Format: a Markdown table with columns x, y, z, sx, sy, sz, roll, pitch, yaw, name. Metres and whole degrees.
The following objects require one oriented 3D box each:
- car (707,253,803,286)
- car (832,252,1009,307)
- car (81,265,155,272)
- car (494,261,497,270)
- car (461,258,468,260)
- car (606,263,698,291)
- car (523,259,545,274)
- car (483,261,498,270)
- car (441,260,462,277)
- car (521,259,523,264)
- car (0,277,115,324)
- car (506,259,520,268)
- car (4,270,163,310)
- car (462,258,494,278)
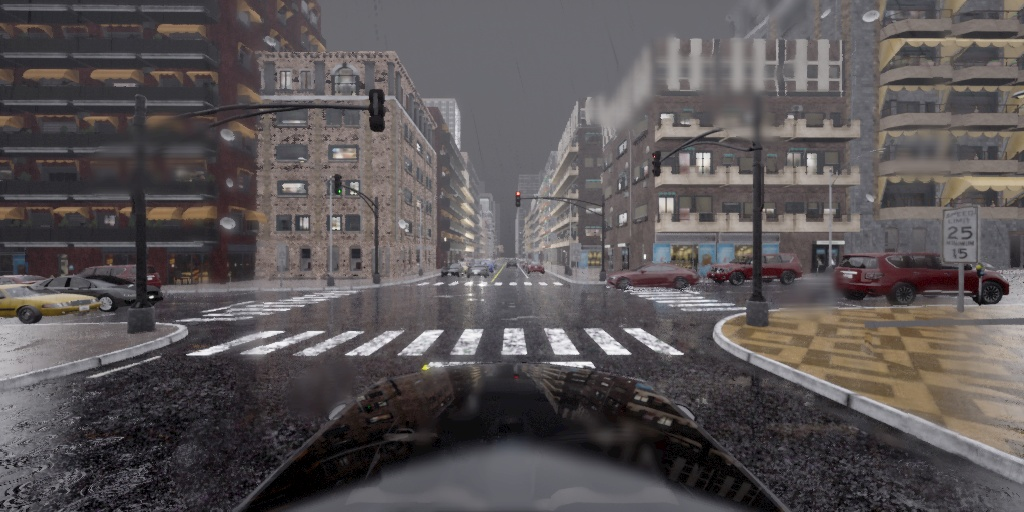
| x | y | z | sx | sy | sz | roll | pitch | yaw | name |
| --- | --- | --- | --- | --- | --- | --- | --- | --- | --- |
| 14.537 | 0.759 | 21.497 | 5.009 | 1.841 | 2.192 | 0 | 0 | -1 | car |
| 14.688 | 0.775 | 13.118 | 5.009 | 1.841 | 2.192 | 0 | 0 | -1 | car |
| -23.637 | 1.462 | 21.055 | 5.009 | 1.841 | 2.192 | 0 | 0 | -1 | car |
| -3.181 | 1.237 | 43.418 | 1.882 | 1.535 | 5.008 | 0 | 0 | 0 | car |
| -5.767 | 1.284 | 40.633 | 1.751 | 1.417 | 4.829 | 0 | 0 | 0 | car |
| 7.503 | 1.106 | 19.420 | 4.674 | 1.442 | 1.812 | -1 | 0 | 8 | car |
| 2.613 | 1.198 | 40.822 | 1.967 | 1.591 | 4.097 | 0 | 0 | 0 | car |
| -3.194 | 1.365 | 53.415 | 1.895 | 1.301 | 4.718 | 0 | 0 | 0 | car |
| -5.756 | 1.322 | 35.120 | 1.948 | 1.339 | 4.313 | 0 | 0 | 0 | car |
| 2.602 | 1.200 | 46.504 | 1.967 | 1.591 | 4.097 | 0 | 0 | 0 | car |
| -17.651 | 1.585 | 12.771 | 4.829 | 1.417 | 1.751 | 0 | 0 | -1 | car |
| -0.021 | 1.272 | 62.363 | 1.837 | 1.490 | 4.892 | 0 | -1 | 0 | car |
| -17.895 | 1.560 | 15.355 | 4.892 | 1.490 | 1.837 | -1 | 0 | -1 | car |
| -3.163 | 1.247 | 33.996 | 2.128 | 1.511 | 4.902 | 0 | 0 | 0 | car |
